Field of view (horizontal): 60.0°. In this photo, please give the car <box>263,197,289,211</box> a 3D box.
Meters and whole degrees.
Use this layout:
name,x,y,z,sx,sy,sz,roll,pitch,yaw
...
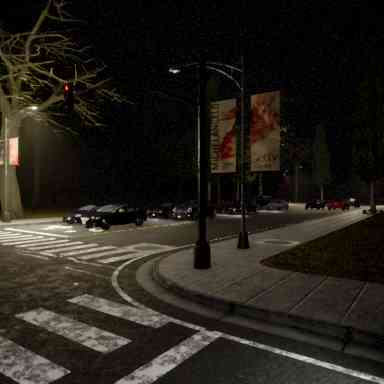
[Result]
name,x,y,z,sx,sy,sz,roll,pitch,yaw
car,11.823,1.772,45.678,1.812,1.442,4.674,0,0,36

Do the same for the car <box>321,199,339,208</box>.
name,x,y,z,sx,sy,sz,roll,pitch,yaw
car,23.481,1.916,56.354,1.812,1.442,4.674,0,-1,35

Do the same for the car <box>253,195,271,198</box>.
name,x,y,z,sx,sy,sz,roll,pitch,yaw
car,9.898,1.472,48.582,2.150,2.045,5.566,0,0,38

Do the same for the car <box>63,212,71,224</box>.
name,x,y,z,sx,sy,sz,roll,pitch,yaw
car,-7.228,1.637,24.312,1.994,1.385,4.181,0,0,36

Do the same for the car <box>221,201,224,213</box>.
name,x,y,z,sx,sy,sz,roll,pitch,yaw
car,3.821,1.776,40.013,1.895,1.301,4.718,0,0,35

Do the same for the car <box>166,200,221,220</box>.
name,x,y,z,sx,sy,sz,roll,pitch,yaw
car,0.229,1.473,29.252,2.097,1.767,4.553,0,0,35

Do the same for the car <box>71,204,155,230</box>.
name,x,y,z,sx,sy,sz,roll,pitch,yaw
car,-5.016,1.567,21.793,2.128,1.511,4.902,0,0,35

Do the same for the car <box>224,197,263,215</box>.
name,x,y,z,sx,sy,sz,roll,pitch,yaw
car,5.878,1.680,37.283,1.837,1.490,4.892,0,0,35

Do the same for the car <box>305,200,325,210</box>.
name,x,y,z,sx,sy,sz,roll,pitch,yaw
car,17.796,1.824,48.247,1.812,1.442,4.674,0,0,35

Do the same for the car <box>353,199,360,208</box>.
name,x,y,z,sx,sy,sz,roll,pitch,yaw
car,26.370,1.892,54.801,2.128,1.511,4.902,0,-1,35

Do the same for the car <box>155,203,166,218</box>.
name,x,y,z,sx,sy,sz,roll,pitch,yaw
car,-1.903,1.667,31.861,2.033,1.411,5.357,0,0,35

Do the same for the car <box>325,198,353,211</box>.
name,x,y,z,sx,sy,sz,roll,pitch,yaw
car,20.617,1.659,46.614,2.097,1.767,4.553,0,0,35
